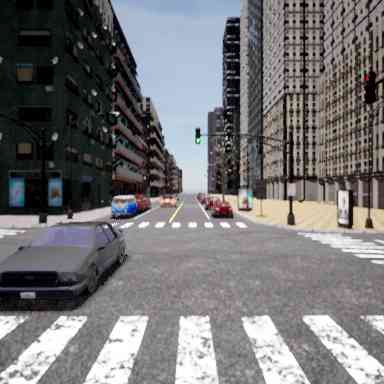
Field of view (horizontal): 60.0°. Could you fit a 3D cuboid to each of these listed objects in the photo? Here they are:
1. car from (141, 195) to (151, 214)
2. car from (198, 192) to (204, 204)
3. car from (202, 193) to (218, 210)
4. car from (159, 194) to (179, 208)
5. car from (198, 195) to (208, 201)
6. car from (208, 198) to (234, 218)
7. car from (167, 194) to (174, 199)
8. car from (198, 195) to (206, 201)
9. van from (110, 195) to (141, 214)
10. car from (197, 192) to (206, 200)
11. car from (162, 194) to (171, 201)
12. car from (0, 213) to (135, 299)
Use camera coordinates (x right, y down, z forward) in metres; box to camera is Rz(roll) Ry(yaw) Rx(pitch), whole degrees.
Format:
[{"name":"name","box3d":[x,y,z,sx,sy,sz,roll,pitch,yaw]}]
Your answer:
[{"name":"car","box3d":[-5.823,1.189,34.061,2.192,1.841,5.009,0,0,0]},{"name":"car","box3d":[2.466,1.242,56.205,1.967,1.590,4.097,0,0,0]},{"name":"car","box3d":[2.534,1.296,39.623,1.967,1.590,4.097,0,0,0]},{"name":"car","box3d":[-3.183,1.183,44.452,2.097,1.767,4.553,0,0,0]},{"name":"car","box3d":[2.396,1.297,72.788,1.887,1.381,4.507,0,0,0]},{"name":"car","box3d":[2.579,1.477,28.568,1.802,1.307,4.206,0,0,0]},{"name":"car","box3d":[-6.076,1.256,94.865,1.947,1.339,4.313,0,0,0]},{"name":"car","box3d":[2.373,1.319,78.315,1.802,1.307,4.206,0,0,0]},{"name":"van","box3d":[-5.800,1.234,28.533,1.690,1.788,3.998,0,0,0]},{"name":"car","box3d":[2.352,1.036,83.842,2.192,1.841,5.009,0,0,0]},{"name":"car","box3d":[-6.006,1.175,78.281,1.967,1.590,4.097,0,0,0]},{"name":"car","box3d":[-3.036,1.512,8.797,2.033,1.411,5.357,0,0,0]}]
